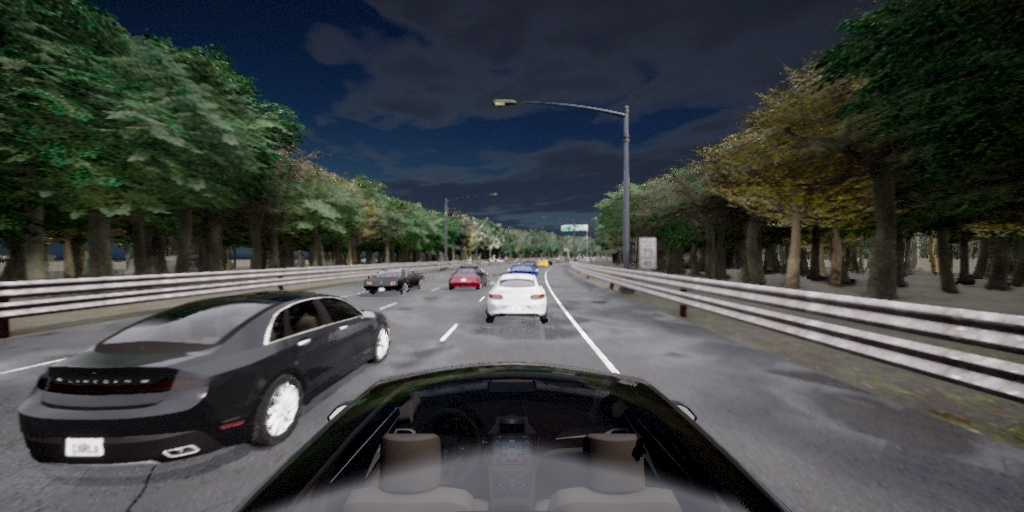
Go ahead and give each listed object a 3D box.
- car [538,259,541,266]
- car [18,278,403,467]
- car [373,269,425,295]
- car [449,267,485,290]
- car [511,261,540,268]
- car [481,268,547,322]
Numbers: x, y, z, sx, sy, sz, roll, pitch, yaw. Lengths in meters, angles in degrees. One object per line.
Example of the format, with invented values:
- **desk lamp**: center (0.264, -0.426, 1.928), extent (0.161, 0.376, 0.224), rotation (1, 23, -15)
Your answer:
- **car**: center (1.924, 1.335, 39.346), extent (1.837, 1.490, 4.892), rotation (0, 0, 6)
- **car**: center (-3.344, 1.262, 5.249), extent (1.837, 1.490, 4.892), rotation (0, 0, 1)
- **car**: center (-6.397, 1.387, 20.116), extent (1.895, 1.301, 4.718), rotation (0, 0, 3)
- **car**: center (-2.726, 1.358, 23.021), extent (1.994, 1.385, 4.181), rotation (0, 0, 3)
- **car**: center (0.703, 1.276, 23.712), extent (1.882, 1.535, 5.008), rotation (0, 0, 3)
- **car**: center (0.196, 1.300, 12.239), extent (1.812, 1.442, 4.674), rotation (0, 0, 2)
